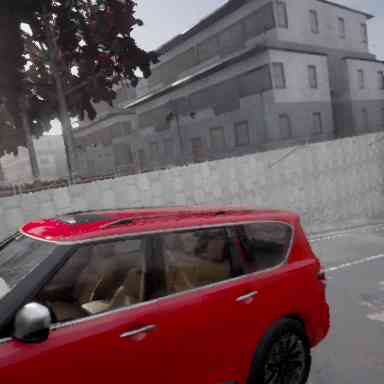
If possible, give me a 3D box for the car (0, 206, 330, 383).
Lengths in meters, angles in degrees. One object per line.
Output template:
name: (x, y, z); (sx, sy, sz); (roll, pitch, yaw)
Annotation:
car: (-0.909, 1.218, 3.333); (5.566, 2.045, 2.150); (-1, 0, -36)
